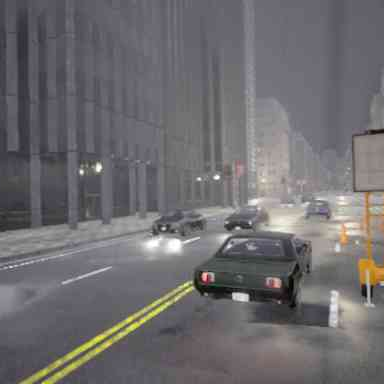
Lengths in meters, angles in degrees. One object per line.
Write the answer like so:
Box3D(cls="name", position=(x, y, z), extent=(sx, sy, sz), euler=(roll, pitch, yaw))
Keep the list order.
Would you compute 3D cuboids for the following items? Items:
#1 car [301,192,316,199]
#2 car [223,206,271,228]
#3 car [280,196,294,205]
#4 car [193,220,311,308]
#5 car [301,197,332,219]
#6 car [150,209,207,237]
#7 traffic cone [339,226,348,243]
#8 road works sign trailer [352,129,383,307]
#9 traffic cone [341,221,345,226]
Box3D(cls="car", position=(20.235, 0.968, 57.747), extent=(2.150, 2.045, 5.566), euler=(-2, 0, 25))
Box3D(cls="car", position=(3.572, 1.564, 20.539), extent=(2.033, 1.411, 5.357), euler=(-2, 0, 24))
Box3D(cls="car", position=(16.341, 1.395, 56.980), extent=(2.033, 1.411, 5.357), euler=(-2, 0, 25))
Box3D(cls="car", position=(1.776, 1.598, 8.034), extent=(1.895, 1.301, 4.718), euler=(-2, 0, 24))
Box3D(cls="car", position=(10.603, 1.417, 27.837), extent=(2.033, 1.411, 5.357), euler=(-2, 0, 24))
Box3D(cls="car", position=(-0.667, 1.682, 19.011), extent=(1.994, 1.385, 4.181), euler=(-2, 0, 24))
Box3D(cls="traffic cone", position=(6.478, 1.864, 14.224), extent=(0.340, 0.580, 0.340), euler=(-2, 0, 24))
Box3D(cls="road works sign trailer", position=(4.850, 0.378, 7.277), extent=(2.380, 3.560, 2.880), euler=(-2, 0, 24))
Box3D(cls="traffic cone", position=(7.293, 1.852, 16.050), extent=(0.340, 0.580, 0.340), euler=(-2, 0, 24))
